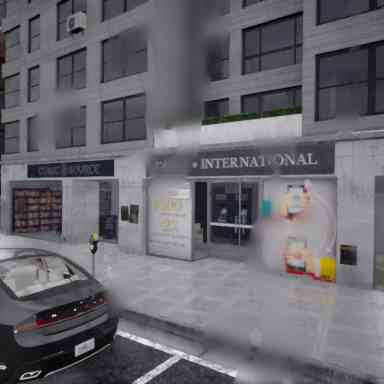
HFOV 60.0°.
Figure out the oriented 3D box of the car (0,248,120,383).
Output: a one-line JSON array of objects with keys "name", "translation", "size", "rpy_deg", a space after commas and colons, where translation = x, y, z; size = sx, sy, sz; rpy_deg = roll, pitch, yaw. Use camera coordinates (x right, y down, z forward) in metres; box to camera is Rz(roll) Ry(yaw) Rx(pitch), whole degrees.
[{"name": "car", "translation": [-3.011, 1.550, 5.095], "size": [4.403, 1.369, 2.008], "rpy_deg": [0, 1, 35]}]
